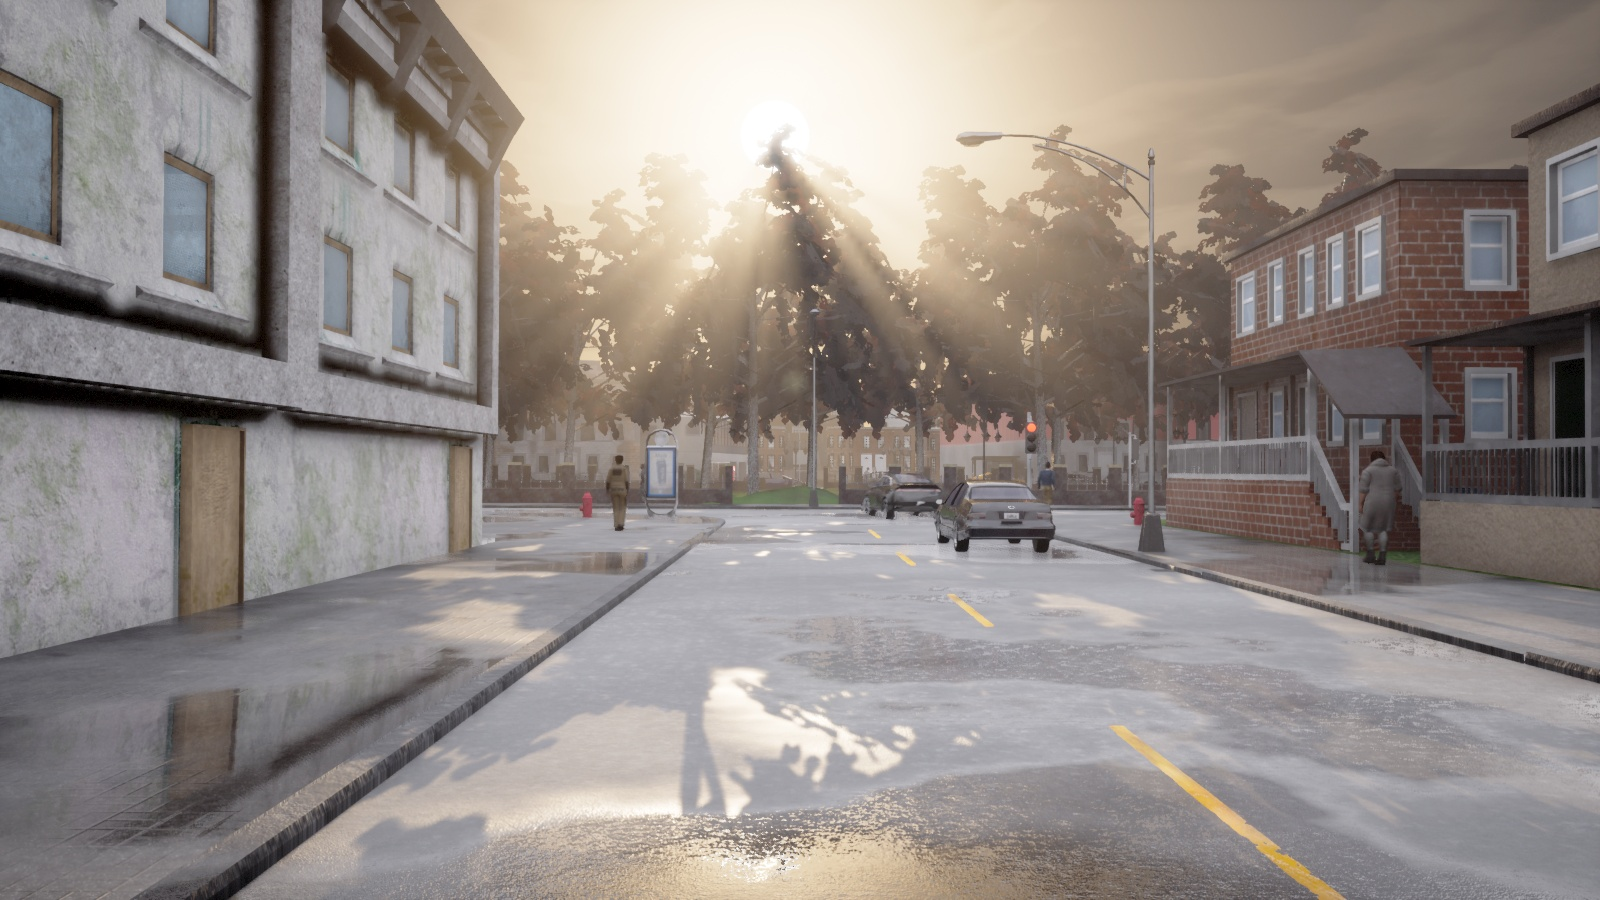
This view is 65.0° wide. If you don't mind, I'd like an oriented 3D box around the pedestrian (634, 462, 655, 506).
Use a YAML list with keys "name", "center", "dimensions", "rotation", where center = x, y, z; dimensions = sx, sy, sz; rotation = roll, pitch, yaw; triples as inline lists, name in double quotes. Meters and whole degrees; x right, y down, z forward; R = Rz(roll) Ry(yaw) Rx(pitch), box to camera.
- name: "pedestrian"
  center: [-6.746, 1.466, 54.579]
  dimensions: [0.849, 1.883, 0.563]
  rotation: [0, -1, 0]

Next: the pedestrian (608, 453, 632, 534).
- name: "pedestrian"
  center: [-4.334, 1.048, 30.207]
  dimensions: [0.396, 1.930, 0.692]
  rotation: [0, -1, 8]

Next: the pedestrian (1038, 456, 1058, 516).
- name: "pedestrian"
  center: [8.238, 1.189, 41.652]
  dimensions: [0.423, 1.949, 0.788]
  rotation: [-1, -1, 29]

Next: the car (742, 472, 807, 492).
- name: "car"
  center: [-1.911, 2.405, 94.519]
  dimensions: [4.792, 1.488, 2.163]
  rotation: [0, -1, 0]

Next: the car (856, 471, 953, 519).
- name: "car"
  center: [3.432, 1.468, 42.444]
  dimensions: [2.128, 1.511, 4.902]
  rotation: [0, -1, -9]

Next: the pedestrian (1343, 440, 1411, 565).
- name: "pedestrian"
  center: [9.239, 0.825, 20.132]
  dimensions: [0.659, 1.952, 0.873]
  rotation: [0, -1, -2]

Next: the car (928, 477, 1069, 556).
- name: "car"
  center: [3.925, 1.279, 25.795]
  dimensions: [2.033, 1.411, 5.357]
  rotation: [0, -1, 0]

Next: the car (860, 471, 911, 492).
- name: "car"
  center: [6.412, 2.351, 94.551]
  dimensions: [3.705, 1.549, 1.789]
  rotation: [0, -1, 0]
